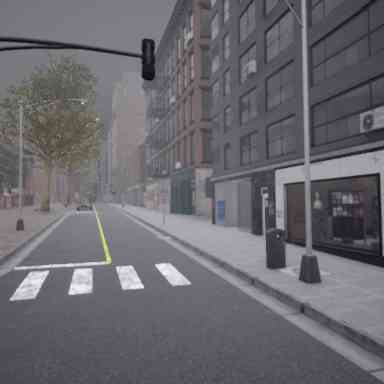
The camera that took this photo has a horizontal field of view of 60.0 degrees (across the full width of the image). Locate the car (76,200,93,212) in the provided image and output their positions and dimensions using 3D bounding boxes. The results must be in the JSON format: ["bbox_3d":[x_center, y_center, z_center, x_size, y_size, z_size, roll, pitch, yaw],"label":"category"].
[{"bbox_3d":[-14.220,1.771,44.071,1.994,1.385,4.181,0,-1,-17],"label":"car"}]
